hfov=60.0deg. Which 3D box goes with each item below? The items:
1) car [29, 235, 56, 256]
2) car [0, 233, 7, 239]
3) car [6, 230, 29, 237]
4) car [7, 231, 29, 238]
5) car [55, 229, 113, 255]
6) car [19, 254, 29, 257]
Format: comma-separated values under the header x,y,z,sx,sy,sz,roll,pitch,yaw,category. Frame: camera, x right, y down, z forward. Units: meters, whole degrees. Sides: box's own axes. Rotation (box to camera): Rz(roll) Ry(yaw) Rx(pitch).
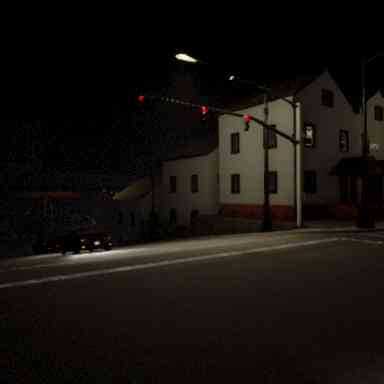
x,y,z,sx,sy,sz,roll,pitch,yaw,category
-11.211,4.172,26.284,1.882,1.535,5.008,0,-12,-36,car
-45.736,10.100,76.018,2.038,1.542,4.974,0,0,18,car
-41.862,9.927,79.755,4.536,1.218,1.853,0,0,-7,car
-41.809,10.085,79.761,4.974,1.542,2.038,0,0,-7,car
-6.090,2.791,19.022,1.994,1.385,4.181,-1,-9,-35,car
-17.265,7.239,34.652,2.033,1.411,5.357,0,-20,-36,car
